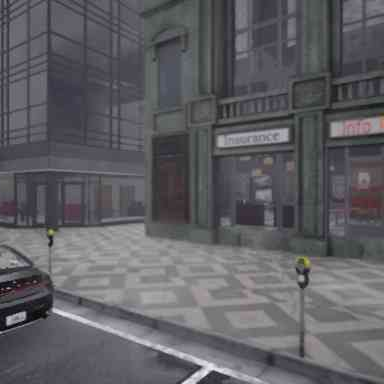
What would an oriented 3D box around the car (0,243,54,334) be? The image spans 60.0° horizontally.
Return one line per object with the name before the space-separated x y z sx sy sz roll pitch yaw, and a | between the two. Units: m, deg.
car | -4.268 1.568 6.003 4.403 1.369 2.008 0 0 35
